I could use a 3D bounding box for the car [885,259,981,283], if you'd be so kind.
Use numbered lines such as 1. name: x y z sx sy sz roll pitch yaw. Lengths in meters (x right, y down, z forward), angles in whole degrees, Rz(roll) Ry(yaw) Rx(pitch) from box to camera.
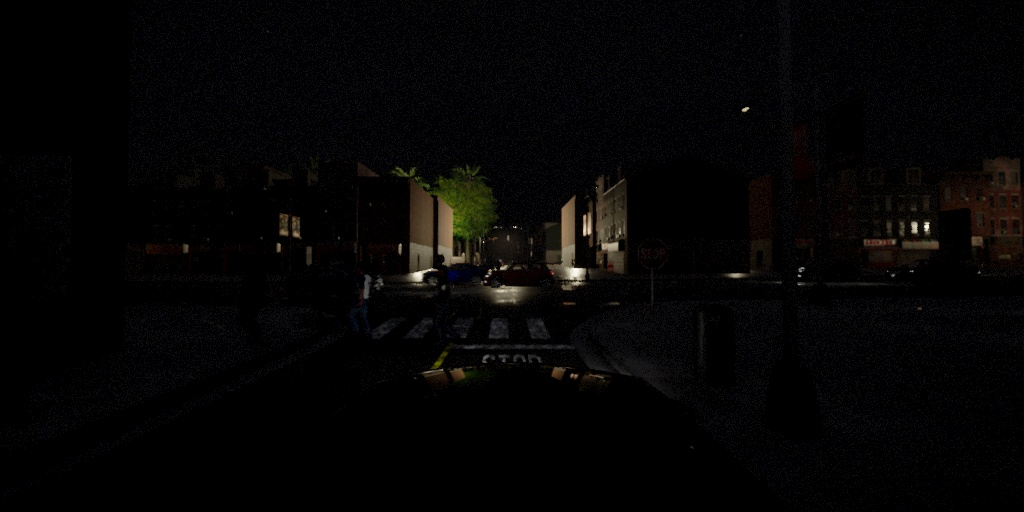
1. car: 27.198 0.967 23.302 4.902 1.511 2.128 -1 -1 -1

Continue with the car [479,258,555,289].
1. car: 0.431 1.153 23.009 4.553 1.767 2.097 0 -1 -1

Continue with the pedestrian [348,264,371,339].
1. pedestrian: -3.637 1.062 8.656 0.375 1.860 0.375 1 -1 0

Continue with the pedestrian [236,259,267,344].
1. pedestrian: -5.378 0.906 7.460 0.375 1.860 0.375 1 -1 0

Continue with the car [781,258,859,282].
1. car: 22.630 0.970 26.508 4.553 1.767 2.097 -1 -1 -1

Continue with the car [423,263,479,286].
1. car: -3.973 1.300 26.190 5.008 1.535 1.882 -1 0 -1

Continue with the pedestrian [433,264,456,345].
1. pedestrian: -1.548 1.058 8.057 0.375 1.860 0.375 1 -1 0

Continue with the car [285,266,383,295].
1. car: -9.553 1.296 19.468 4.902 1.511 2.128 0 -1 -1
